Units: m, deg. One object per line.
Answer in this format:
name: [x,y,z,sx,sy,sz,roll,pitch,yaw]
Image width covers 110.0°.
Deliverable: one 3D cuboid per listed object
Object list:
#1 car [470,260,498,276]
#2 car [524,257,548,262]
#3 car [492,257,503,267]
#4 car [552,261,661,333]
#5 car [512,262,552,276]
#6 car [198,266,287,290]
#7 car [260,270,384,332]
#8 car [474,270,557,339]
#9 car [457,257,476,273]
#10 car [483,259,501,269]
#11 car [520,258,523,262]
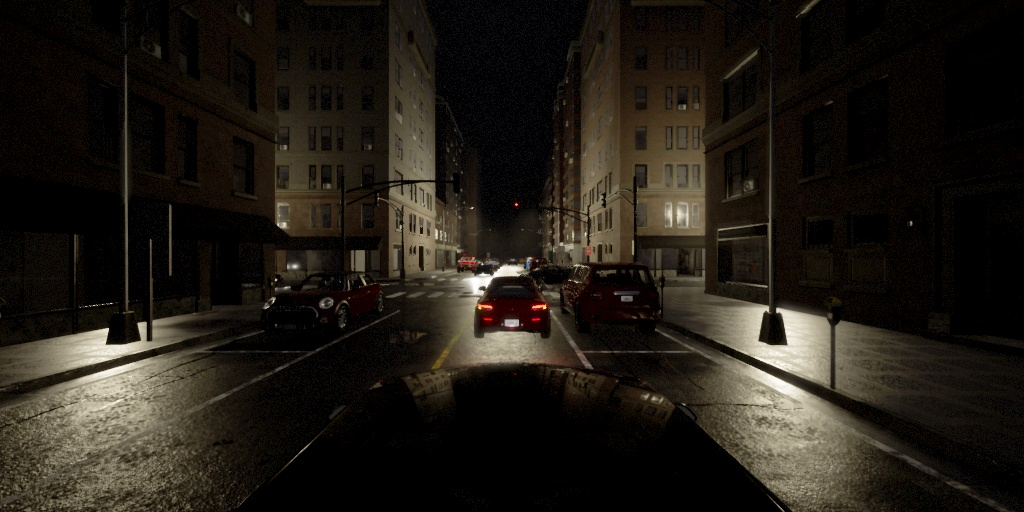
car: [-2.777,1.349,36.624,1.895,1.301,4.718,0,0,0]
car: [2.773,1.063,37.706,2.192,1.841,5.009,0,0,0]
car: [-2.730,1.294,55.661,2.033,1.411,5.357,0,0,1]
car: [2.654,1.064,10.650,2.192,1.841,5.009,0,0,0]
car: [2.471,1.304,24.043,4.181,1.385,1.994,0,0,-22]
car: [-17.073,1.362,22.907,4.181,1.385,1.994,0,0,0]
car: [-5.371,1.190,10.666,1.967,1.591,4.097,0,0,0]
car: [0.023,1.276,10.006,1.812,1.442,4.674,0,0,1]
car: [-5.335,1.063,43.225,2.192,1.841,5.009,0,0,0]
car: [-2.755,1.349,45.848,1.895,1.301,4.718,0,0,0]
car: [2.794,1.062,54.217,2.192,1.841,5.009,0,0,0]
